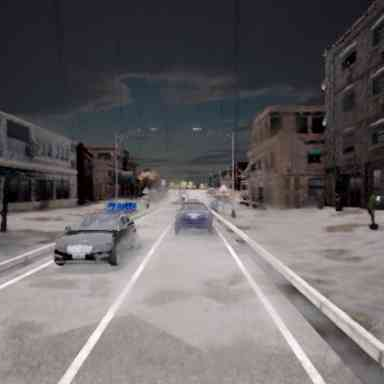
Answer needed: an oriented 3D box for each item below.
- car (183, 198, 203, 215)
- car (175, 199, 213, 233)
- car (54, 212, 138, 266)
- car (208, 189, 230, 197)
[{"bbox_3d":[0.096,1.580,37.879,2.097,1.767,4.553,0,0,0],"label":"car"},{"bbox_3d":[0.097,1.369,19.689,2.097,1.767,4.553,0,-1,0],"label":"car"},{"bbox_3d":[-3.100,1.484,11.552,2.128,1.511,4.902,0,0,0],"label":"car"},{"bbox_3d":[8.020,0.780,93.798,5.366,1.575,1.946,0,2,-1],"label":"car"}]
